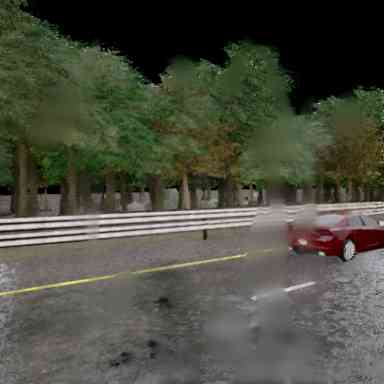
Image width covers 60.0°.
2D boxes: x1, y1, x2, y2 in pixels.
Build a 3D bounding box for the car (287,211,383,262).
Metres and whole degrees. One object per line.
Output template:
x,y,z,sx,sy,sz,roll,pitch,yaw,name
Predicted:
5.546,1.429,11.979,5.008,1.535,1.882,0,0,-35,car
